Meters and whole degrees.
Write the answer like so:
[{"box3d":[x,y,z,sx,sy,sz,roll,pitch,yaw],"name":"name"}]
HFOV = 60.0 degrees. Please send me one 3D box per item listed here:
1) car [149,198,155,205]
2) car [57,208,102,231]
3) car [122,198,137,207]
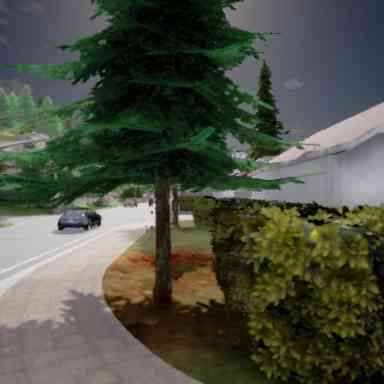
[{"box3d":[-8.325,1.996,73.225,1.837,1.490,4.892,0,0,-1],"name":"car"},{"box3d":[-7.555,1.787,22.722,1.994,1.385,4.181,0,0,0],"name":"car"},{"box3d":[-11.703,1.900,62.599,2.097,1.767,4.553,0,0,0],"name":"car"}]
